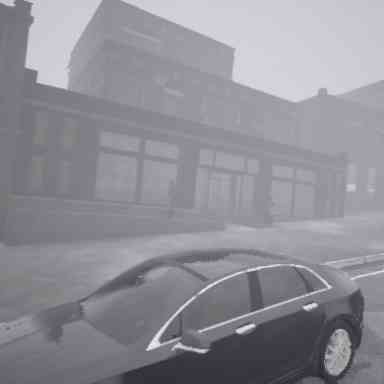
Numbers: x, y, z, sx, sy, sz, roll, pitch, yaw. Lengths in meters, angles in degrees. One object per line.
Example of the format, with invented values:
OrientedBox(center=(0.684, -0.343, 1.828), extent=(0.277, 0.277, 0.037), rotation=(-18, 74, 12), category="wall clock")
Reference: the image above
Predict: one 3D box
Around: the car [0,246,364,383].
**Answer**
OrientedBox(center=(0.067, 1.495, 3.882), extent=(4.892, 1.490, 1.837), rotation=(0, 0, -34), category="car")
